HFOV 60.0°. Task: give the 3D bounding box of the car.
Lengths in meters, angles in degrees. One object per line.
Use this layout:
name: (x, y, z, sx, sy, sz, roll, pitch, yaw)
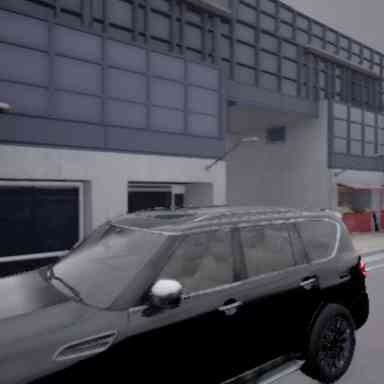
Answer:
car: (-0.164, 1.219, 3.873, 5.566, 2.045, 2.150, 0, 0, -36)
